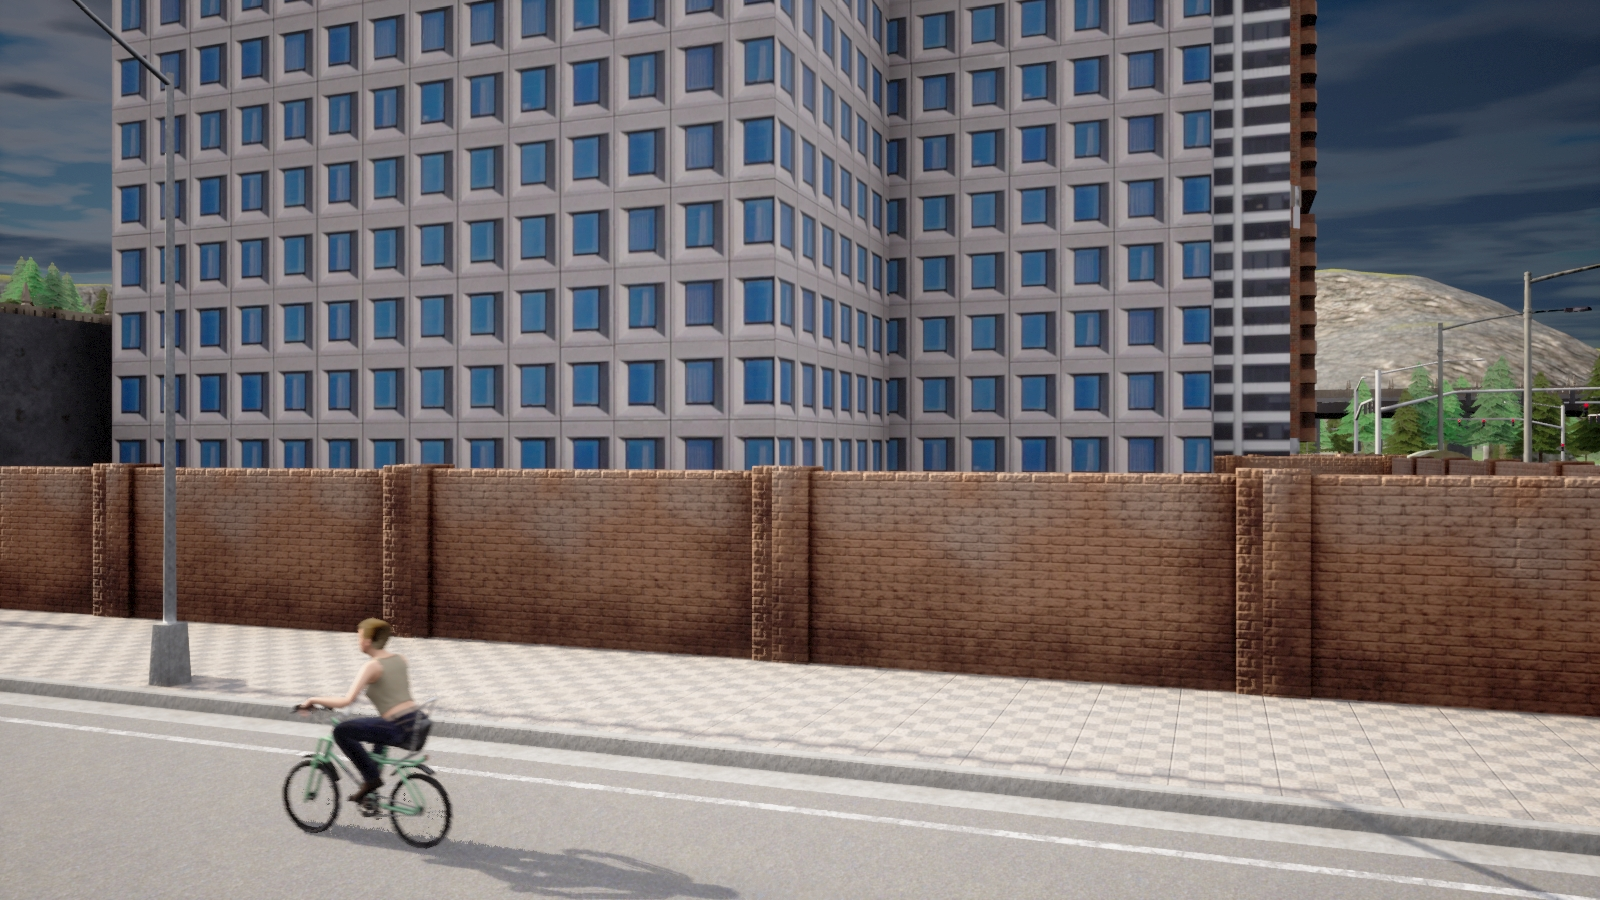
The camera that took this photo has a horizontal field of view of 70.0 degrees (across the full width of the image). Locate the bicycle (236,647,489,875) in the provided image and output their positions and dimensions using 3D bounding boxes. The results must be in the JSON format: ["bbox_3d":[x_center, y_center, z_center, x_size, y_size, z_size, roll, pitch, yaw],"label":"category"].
[{"bbox_3d":[-3.111,2.158,8.171,1.487,1.276,0.859,0,0,20],"label":"bicycle"}]
